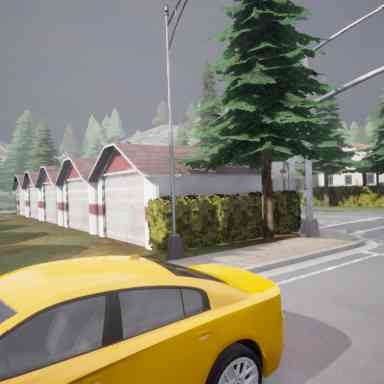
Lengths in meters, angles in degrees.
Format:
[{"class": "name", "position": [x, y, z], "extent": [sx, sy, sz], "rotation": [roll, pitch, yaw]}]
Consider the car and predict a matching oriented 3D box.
[{"class": "car", "position": [-1.277, 1.452, 3.078], "extent": [5.008, 1.535, 1.882], "rotation": [-2, 1, -35]}]
